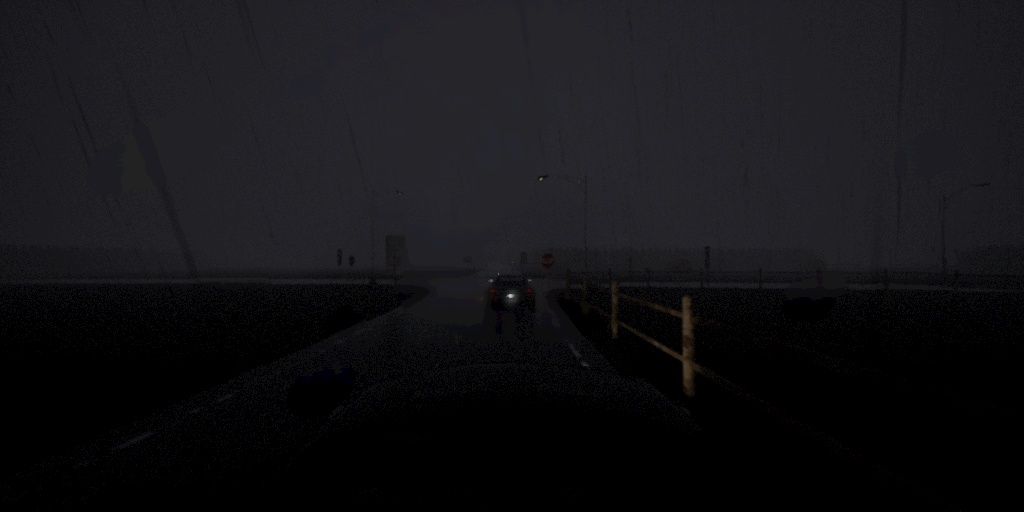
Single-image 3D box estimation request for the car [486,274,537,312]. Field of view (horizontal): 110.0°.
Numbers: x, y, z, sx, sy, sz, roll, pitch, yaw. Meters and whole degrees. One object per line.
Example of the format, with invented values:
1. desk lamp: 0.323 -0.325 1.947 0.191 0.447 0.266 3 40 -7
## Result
1. car: -0.036 1.454 15.082 1.994 1.385 4.181 0 -1 0
